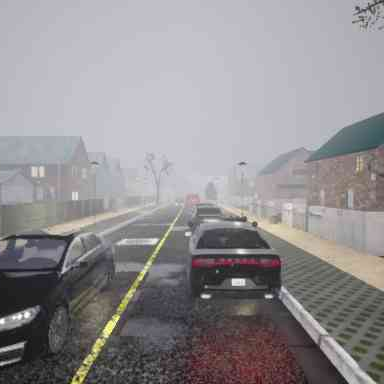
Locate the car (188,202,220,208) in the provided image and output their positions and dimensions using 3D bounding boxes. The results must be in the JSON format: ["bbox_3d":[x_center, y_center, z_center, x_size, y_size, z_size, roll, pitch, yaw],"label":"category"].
[{"bbox_3d":[0.863,1.512,18.475,1.837,1.490,4.892,0,0,0],"label":"car"}]

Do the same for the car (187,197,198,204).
[{"bbox_3d":[0.137,1.677,66.015,2.033,1.411,5.357,0,0,0],"label":"car"}]

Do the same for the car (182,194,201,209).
[{"bbox_3d":[0.132,1.281,46.789,2.150,2.045,5.566,0,0,1],"label":"car"}]

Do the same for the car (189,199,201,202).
[{"bbox_3d":[0.875,1.519,24.476,1.837,1.490,4.892,0,0,0],"label":"car"}]

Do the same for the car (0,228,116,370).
[{"bbox_3d":[-2.737,1.490,6.078,2.128,1.511,4.902,0,0,0],"label":"car"}]

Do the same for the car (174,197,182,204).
[{"bbox_3d":[-2.607,1.705,68.714,1.994,1.385,4.181,0,0,0],"label":"car"}]

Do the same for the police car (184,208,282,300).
[{"bbox_3d":[0.842,1.424,8.584,1.930,1.638,5.238,0,0,0],"label":"police car"}]
